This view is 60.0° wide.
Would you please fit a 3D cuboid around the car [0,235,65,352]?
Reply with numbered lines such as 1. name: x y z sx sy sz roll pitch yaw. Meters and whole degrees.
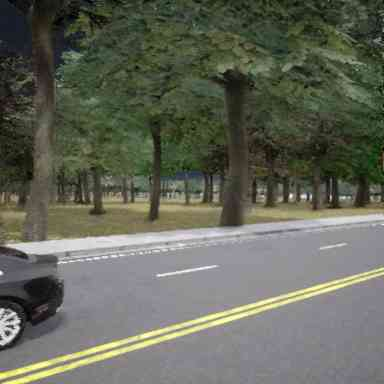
1. car: -4.356 1.508 4.568 4.892 1.490 1.837 0 0 -36

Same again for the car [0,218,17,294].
1. car: -6.575 1.496 6.977 4.902 1.511 2.128 0 0 -36
